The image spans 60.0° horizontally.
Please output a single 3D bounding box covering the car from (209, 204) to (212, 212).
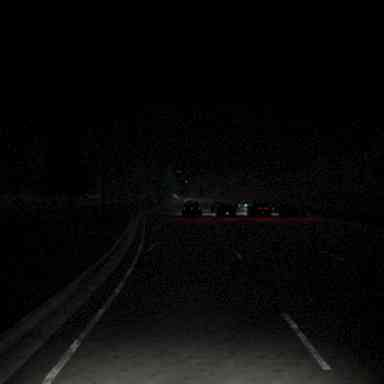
[{"bbox_3d":[3.495,1.973,45.429,1.837,1.490,4.892,0,-1,0],"label":"car"}]

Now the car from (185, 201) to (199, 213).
[{"bbox_3d":[-0.004,1.973,45.430,1.837,1.490,4.892,0,-1,0],"label":"car"}]

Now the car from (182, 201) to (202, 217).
[{"bbox_3d":[-0.004,1.717,35.398,2.097,1.767,4.553,0,-1,0],"label":"car"}]

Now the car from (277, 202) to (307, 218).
[{"bbox_3d":[10.497,1.839,35.011,1.882,1.535,5.008,0,-1,0],"label":"car"}]

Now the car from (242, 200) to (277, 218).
[{"bbox_3d":[6.997,1.853,35.011,2.128,1.511,4.902,0,-1,0],"label":"car"}]

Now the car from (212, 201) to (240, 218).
[{"bbox_3d":[3.497,1.866,35.010,1.837,1.490,4.892,0,-1,0],"label":"car"}]

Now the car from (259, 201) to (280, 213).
[{"bbox_3d":[10.495,1.994,45.430,1.812,1.442,4.674,0,-1,0],"label":"car"}]

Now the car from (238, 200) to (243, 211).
[{"bbox_3d":[6.996,1.820,45.401,2.097,1.767,4.553,0,-1,0],"label":"car"}]
